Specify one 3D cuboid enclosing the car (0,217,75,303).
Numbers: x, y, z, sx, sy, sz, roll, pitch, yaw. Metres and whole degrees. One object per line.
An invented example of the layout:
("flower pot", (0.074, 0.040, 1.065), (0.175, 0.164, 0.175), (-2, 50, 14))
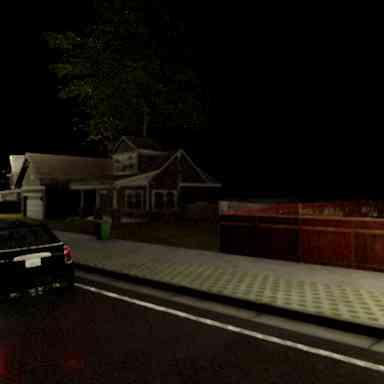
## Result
("car", (-4.777, 1.426, 7.869), (4.553, 1.767, 2.097), (-1, -1, 39))
